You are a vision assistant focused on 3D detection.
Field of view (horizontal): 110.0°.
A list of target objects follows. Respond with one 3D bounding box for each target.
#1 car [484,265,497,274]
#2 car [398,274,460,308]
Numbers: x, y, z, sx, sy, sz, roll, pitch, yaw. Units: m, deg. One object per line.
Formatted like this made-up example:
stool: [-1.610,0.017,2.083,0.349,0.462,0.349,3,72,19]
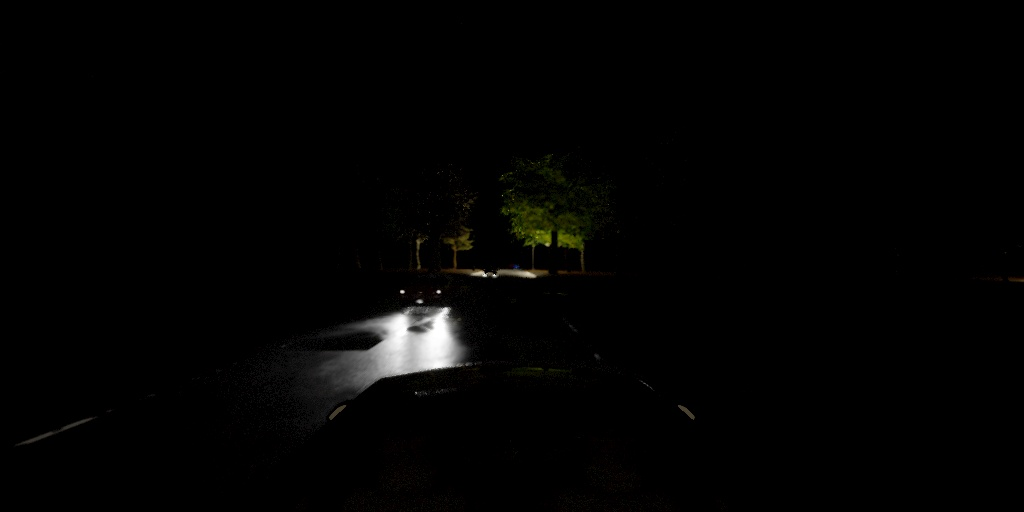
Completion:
car: [-3.519,2.191,58.429,1.882,1.535,5.008,0,-1,1]
car: [-3.591,1.511,16.238,1.895,1.301,4.718,0,-1,0]
